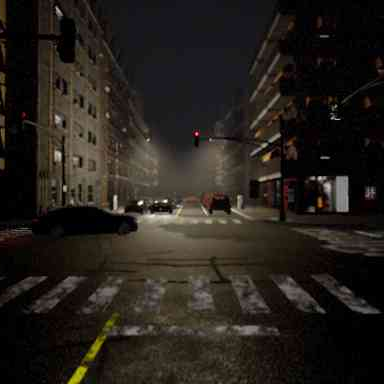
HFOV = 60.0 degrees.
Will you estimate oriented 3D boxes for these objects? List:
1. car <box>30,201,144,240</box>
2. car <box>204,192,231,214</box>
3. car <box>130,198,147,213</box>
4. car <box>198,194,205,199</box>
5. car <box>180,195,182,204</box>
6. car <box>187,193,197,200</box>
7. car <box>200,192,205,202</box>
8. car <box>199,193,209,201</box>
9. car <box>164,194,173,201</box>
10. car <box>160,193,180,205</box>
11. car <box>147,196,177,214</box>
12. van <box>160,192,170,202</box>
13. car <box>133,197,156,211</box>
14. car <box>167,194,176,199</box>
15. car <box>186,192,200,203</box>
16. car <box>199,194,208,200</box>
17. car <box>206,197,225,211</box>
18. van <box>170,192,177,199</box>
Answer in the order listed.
[{"bbox_3d":[-5.192,1.405,16.371,5.008,1.535,1.882,0,0,-28],"label":"car"},{"bbox_3d":[2.588,1.115,31.942,2.192,1.841,5.009,1,0,0],"label":"car"},{"bbox_3d":[-5.296,1.367,31.899,1.947,1.339,4.313,1,0,0],"label":"car"},{"bbox_3d":[2.587,1.198,93.118,1.947,1.339,4.313,1,0,0],"label":"car"},{"bbox_3d":[-2.773,1.264,50.980,1.994,1.385,4.181,0,0,1],"label":"car"},{"bbox_3d":[0.009,1.003,71.952,2.128,1.511,4.902,0,0,0],"label":"car"},{"bbox_3d":[2.588,1.051,43.067,2.192,1.841,5.009,1,0,0],"label":"car"},{"bbox_3d":[2.586,1.088,70.865,1.967,1.590,4.097,1,0,0],"label":"car"},{"bbox_3d":[-5.294,1.168,76.223,1.752,1.417,4.829,1,0,0],"label":"car"},{"bbox_3d":[-2.828,1.252,41.046,1.837,1.490,4.892,0,0,0],"label":"car"},{"bbox_3d":[-2.837,1.363,32.167,1.994,1.385,4.181,0,0,0],"label":"car"},{"bbox_3d":[-5.291,0.997,65.266,1.690,1.788,3.998,1,0,0],"label":"van"},{"bbox_3d":[-5.296,1.333,37.460,1.947,1.339,4.313,1,0,0],"label":"car"},{"bbox_3d":[-5.293,1.186,87.522,2.008,1.369,4.403,1,0,0],"label":"car"},{"bbox_3d":[0.008,1.143,61.527,1.882,1.535,5.008,0,0,0],"label":"car"},{"bbox_3d":[2.585,1.224,76.426,1.802,1.307,4.206,1,0,0],"label":"car"},{"bbox_3d":[2.585,1.291,37.673,1.752,1.417,4.829,1,0,0],"label":"car"},{"bbox_3d":[-5.290,0.974,93.086,1.690,1.788,3.998,1,0,0],"label":"van"}]
